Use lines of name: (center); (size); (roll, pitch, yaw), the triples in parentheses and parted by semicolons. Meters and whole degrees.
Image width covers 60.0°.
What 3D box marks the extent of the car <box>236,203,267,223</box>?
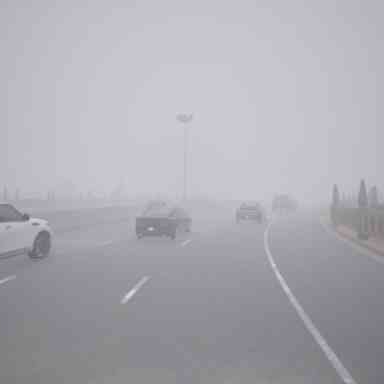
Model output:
car: (4.679, 1.564, 25.936); (2.128, 1.511, 4.902); (0, 0, 18)

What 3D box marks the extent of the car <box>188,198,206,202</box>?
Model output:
car: (-0.301, 1.669, 48.994); (1.882, 1.535, 5.008); (0, -1, 30)

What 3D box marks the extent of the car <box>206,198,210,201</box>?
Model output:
car: (1.511, 1.773, 58.592); (1.837, 1.490, 4.892); (0, -1, 33)

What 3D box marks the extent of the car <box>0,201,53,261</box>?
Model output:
car: (-6.201, 1.219, 9.410); (2.150, 2.045, 5.566); (0, 0, 7)

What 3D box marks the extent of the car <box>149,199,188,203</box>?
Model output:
car: (-2.246, 1.419, 27.220); (2.097, 1.767, 4.553); (0, 0, 18)

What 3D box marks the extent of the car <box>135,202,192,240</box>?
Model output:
car: (-1.330, 1.509, 17.305); (1.882, 1.535, 5.008); (0, 0, 12)

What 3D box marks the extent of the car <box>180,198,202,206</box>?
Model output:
car: (-0.149, 1.817, 62.504); (1.812, 1.442, 4.674); (0, -1, 32)

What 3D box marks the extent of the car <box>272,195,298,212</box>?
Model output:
car: (11.561, 1.380, 41.278); (2.150, 2.045, 5.566); (0, 0, 30)
